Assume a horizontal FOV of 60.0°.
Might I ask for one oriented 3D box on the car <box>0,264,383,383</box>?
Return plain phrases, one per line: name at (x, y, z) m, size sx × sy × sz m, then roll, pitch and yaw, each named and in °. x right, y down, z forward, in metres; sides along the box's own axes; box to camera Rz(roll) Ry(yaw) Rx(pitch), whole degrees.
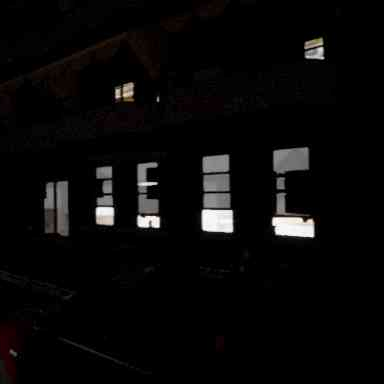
car at (-0.366, 1.441, 3.151) m, size 4.097 × 1.590 × 1.967 m, roll 0°, pitch -1°, yaw 36°
